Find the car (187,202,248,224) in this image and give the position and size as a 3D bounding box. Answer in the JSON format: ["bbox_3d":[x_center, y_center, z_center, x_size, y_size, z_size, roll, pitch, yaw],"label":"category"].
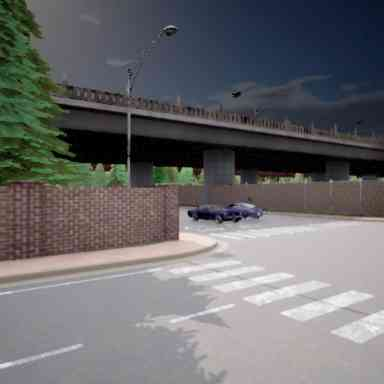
[{"bbox_3d":[1.682,1.655,25.313,1.895,1.301,4.718,0,0,-35],"label":"car"}]

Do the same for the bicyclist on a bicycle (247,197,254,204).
[{"bbox_3d":[6.539,1.354,37.442,1.656,1.620,0.582,0,0,-35],"label":"bicyclist on a bicycle"}]

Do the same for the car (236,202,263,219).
[{"bbox_3d":[4.002,1.579,28.431,1.812,1.442,4.674,0,0,-35],"label":"car"}]
